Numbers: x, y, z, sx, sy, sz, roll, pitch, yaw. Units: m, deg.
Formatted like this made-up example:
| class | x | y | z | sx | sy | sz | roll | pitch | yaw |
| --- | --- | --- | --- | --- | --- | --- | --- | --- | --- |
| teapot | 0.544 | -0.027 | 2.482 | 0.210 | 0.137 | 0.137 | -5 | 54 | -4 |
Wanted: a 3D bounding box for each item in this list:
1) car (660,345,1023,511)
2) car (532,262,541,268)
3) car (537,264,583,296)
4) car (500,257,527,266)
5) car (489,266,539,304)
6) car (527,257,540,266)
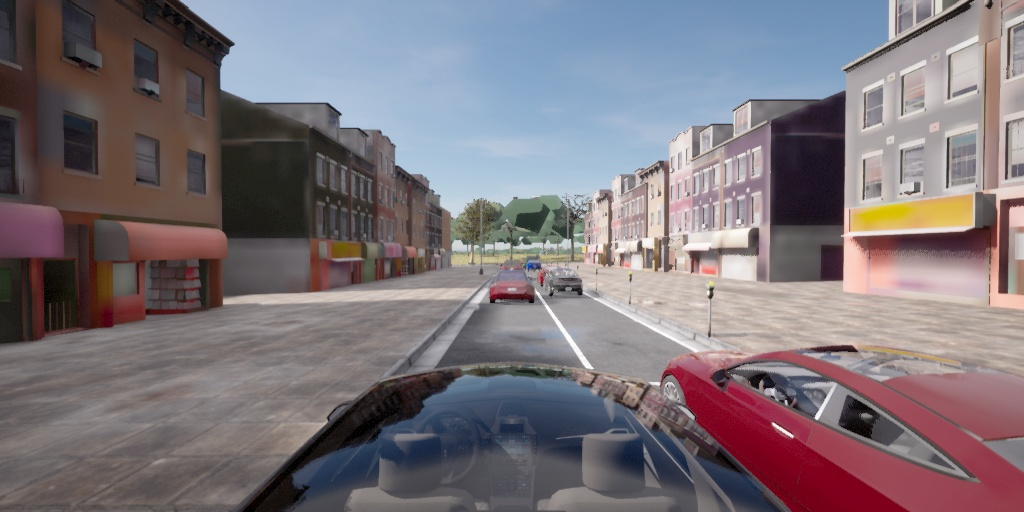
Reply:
| class | x | y | z | sx | sy | sz | roll | pitch | yaw |
| --- | --- | --- | --- | --- | --- | --- | --- | --- | --- |
| car | 2.637 | 1.330 | 2.690 | 1.802 | 1.307 | 4.207 | 0 | 0 | 0 |
| car | 2.637 | 1.295 | 24.315 | 1.888 | 1.381 | 4.507 | 0 | 0 | 0 |
| car | 2.637 | 1.299 | 18.909 | 2.007 | 1.370 | 4.403 | 0 | 0 | 0 |
| car | 0.000 | 1.122 | 31.474 | 2.097 | 1.767 | 4.553 | 0 | 0 | 0 |
| car | 0.000 | 1.321 | 16.502 | 1.994 | 1.385 | 4.181 | 0 | 0 | 0 |
| car | 3.015 | 1.257 | 49.796 | 1.882 | 1.535 | 5.008 | 0 | 0 | 0 |
